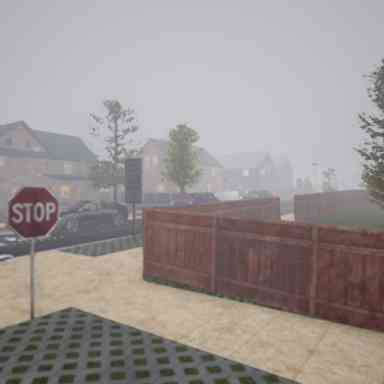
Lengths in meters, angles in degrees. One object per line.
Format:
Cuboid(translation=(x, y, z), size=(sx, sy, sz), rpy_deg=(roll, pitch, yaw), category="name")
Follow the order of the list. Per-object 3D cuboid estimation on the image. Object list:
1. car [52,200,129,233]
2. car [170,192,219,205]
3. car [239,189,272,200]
Cuboid(translation=(-5.497, 1.171, 17.322), size=(2.128, 1.511, 4.902), rpy_deg=(0, 1, 36), category="car")
Cuboid(translation=(0.251, 0.794, 25.326), size=(2.097, 1.767, 4.553), rpy_deg=(0, 1, 36), category="car")
Cuboid(translation=(6.572, 0.536, 34.114), size=(2.097, 1.767, 4.553), rpy_deg=(0, 1, 36), category="car")
